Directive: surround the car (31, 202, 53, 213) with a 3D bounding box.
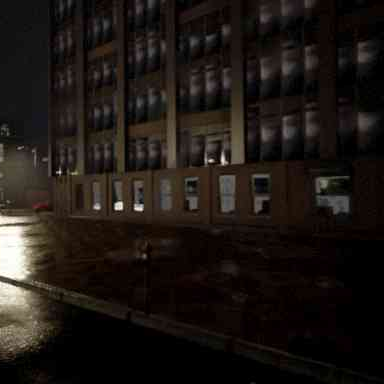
[{"bbox_3d":[-17.744,1.918,41.215,1.802,1.307,4.206,-1,-1,36],"label":"car"}]
